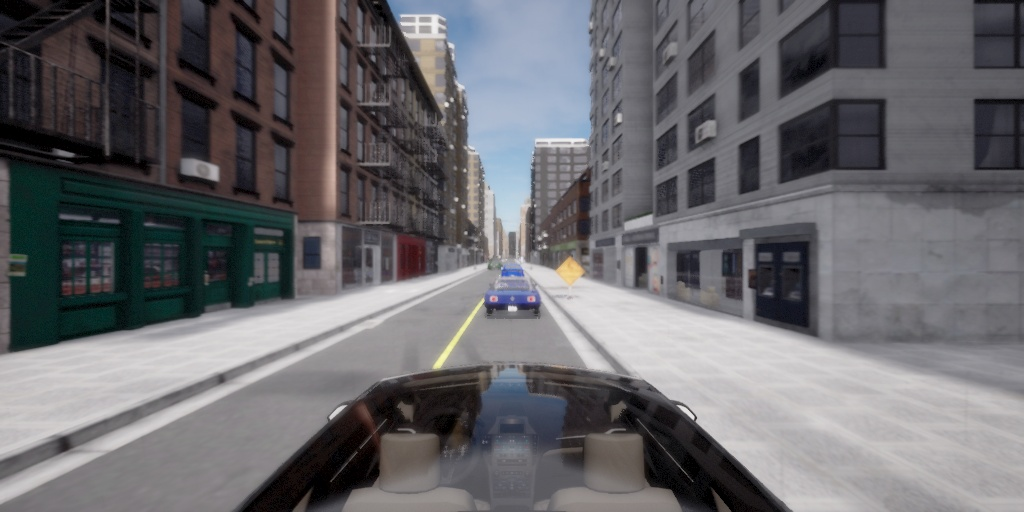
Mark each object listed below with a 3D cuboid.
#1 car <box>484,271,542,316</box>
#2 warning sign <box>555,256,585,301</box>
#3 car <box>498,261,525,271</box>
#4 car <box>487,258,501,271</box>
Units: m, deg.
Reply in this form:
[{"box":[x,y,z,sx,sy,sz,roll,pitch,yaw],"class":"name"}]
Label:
[{"box":[0.045,1.420,13.718,1.895,1.301,4.718,0,0,1],"class":"car"},{"box":[2.524,0.946,15.630,1.300,1.860,1.060,0,0,0],"class":"warning sign"},{"box":[0.070,1.397,30.588,1.882,1.535,5.008,0,0,1],"class":"car"},{"box":[-2.784,1.308,58.670,2.150,2.045,5.566,0,0,1],"class":"car"}]
